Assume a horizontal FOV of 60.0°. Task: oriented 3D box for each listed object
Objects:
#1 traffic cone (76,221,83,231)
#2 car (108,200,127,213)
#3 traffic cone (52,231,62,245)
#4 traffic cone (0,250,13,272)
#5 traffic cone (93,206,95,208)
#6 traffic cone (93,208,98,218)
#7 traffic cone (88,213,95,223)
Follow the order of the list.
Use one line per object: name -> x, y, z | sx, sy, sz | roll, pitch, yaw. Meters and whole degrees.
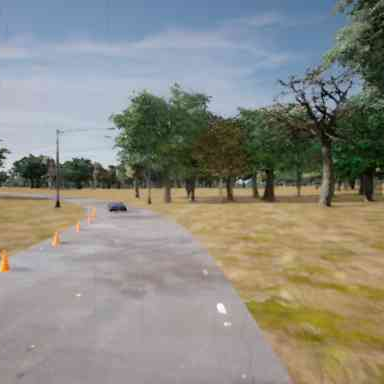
traffic cone -> -6.546, 1.961, 19.284 | 0.340, 0.580, 0.340 | 0, 0, -9
car -> -8.192, 1.574, 36.373 | 1.895, 1.301, 4.718 | 0, 0, -17
traffic cone -> -5.864, 1.967, 14.433 | 0.340, 0.580, 0.340 | 0, 0, -7
traffic cone -> -5.367, 1.970, 9.560 | 0.340, 0.580, 0.340 | 0, 0, -5
traffic cone -> -9.679, 1.946, 33.633 | 0.340, 0.580, 0.340 | 0, 0, -16
traffic cone -> -8.455, 1.950, 28.890 | 0.340, 0.580, 0.340 | 0, 0, -13
traffic cone -> -7.409, 1.955, 24.105 | 0.340, 0.580, 0.340 | 0, 0, -11
